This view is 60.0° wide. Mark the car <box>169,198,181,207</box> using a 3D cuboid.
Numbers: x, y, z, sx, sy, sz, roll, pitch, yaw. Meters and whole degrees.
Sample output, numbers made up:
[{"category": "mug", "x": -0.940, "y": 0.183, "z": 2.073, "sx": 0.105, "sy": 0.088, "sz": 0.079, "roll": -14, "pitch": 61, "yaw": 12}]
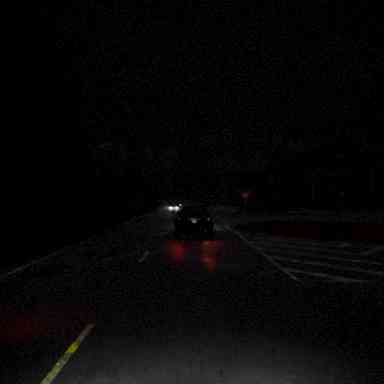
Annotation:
[{"category": "car", "x": -3.498, "y": 2.114, "z": 65.367, "sx": 2.128, "sy": 1.511, "sz": 4.902, "roll": 0, "pitch": 0, "yaw": 0}]

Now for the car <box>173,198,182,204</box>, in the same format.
[{"category": "car", "x": -3.479, "y": 2.225, "z": 81.442, "sx": 2.033, "sy": 1.411, "sz": 5.357, "roll": 0, "pitch": -1, "yaw": 0}]

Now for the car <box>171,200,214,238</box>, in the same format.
[{"category": "car", "x": 0.156, "y": 1.533, "z": 19.087, "sx": 2.097, "sy": 1.767, "sz": 4.553, "roll": 0, "pitch": -1, "yaw": 1}]
